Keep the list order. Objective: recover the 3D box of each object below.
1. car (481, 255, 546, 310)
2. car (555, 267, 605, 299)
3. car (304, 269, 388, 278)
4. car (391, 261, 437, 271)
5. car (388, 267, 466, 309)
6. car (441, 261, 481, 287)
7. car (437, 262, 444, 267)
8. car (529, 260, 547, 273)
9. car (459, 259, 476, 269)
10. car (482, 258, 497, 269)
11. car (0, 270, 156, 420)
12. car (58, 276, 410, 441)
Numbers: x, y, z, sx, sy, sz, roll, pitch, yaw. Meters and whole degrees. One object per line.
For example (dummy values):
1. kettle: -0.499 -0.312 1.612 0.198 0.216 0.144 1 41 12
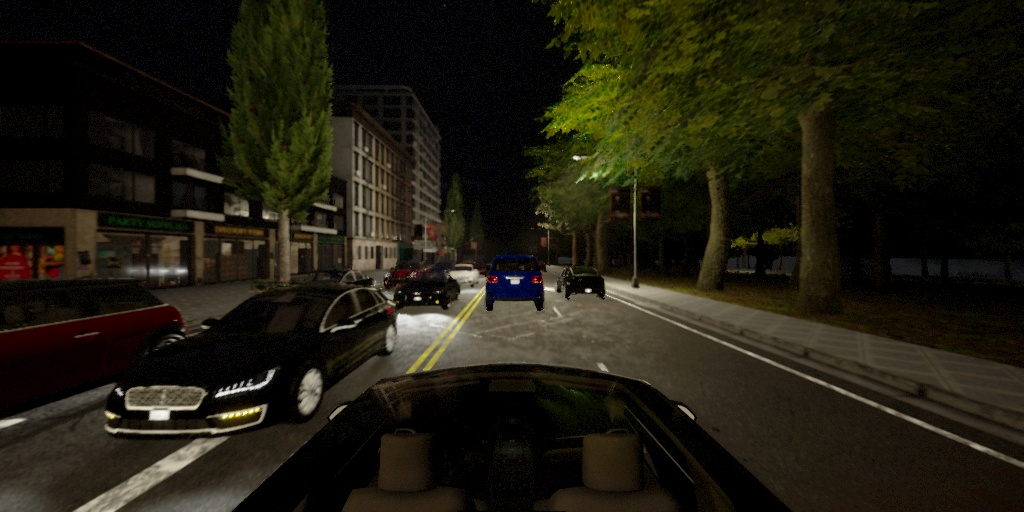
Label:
1. car: 0.088 0.981 14.947 2.150 2.045 5.566 0 0 0
2. car: 3.349 1.268 18.132 1.837 1.490 4.892 0 0 0
3. car: -6.586 1.249 13.123 2.128 1.511 4.902 0 0 0
4. car: -6.578 1.123 23.142 2.097 1.767 4.553 0 0 0
5. car: -3.322 1.323 14.727 1.994 1.385 4.181 0 0 1
6. car: -3.313 1.300 24.623 1.812 1.442 4.674 0 0 1
7. car: -6.569 1.324 34.584 1.812 1.442 4.674 0 0 5
8. car: 3.347 1.315 46.878 1.882 1.535 5.008 0 0 0
9. car: -6.504 1.174 52.980 1.895 1.301 4.718 0 0 0
10. car: -3.254 1.079 53.011 1.837 1.490 4.892 0 0 0
11. car: -6.587 1.103 4.189 2.097 1.767 4.553 0 0 0
12. car: -3.332 1.257 5.826 1.837 1.490 4.892 0 0 0
